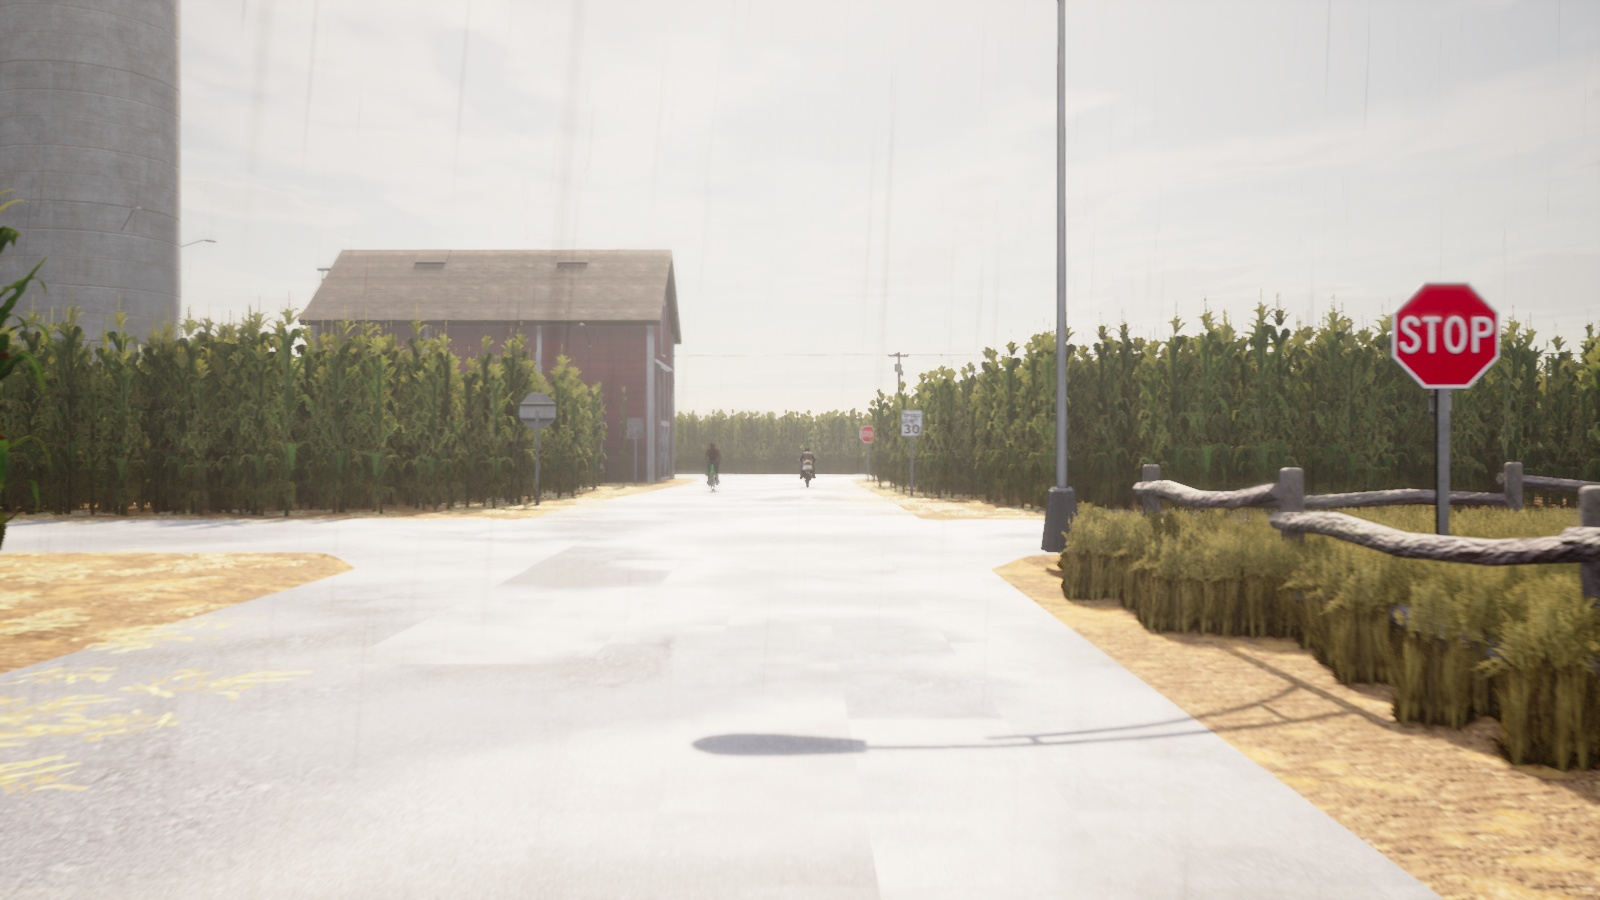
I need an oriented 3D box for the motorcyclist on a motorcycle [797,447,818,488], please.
[{"bbox_3d":[0.284,0.662,47.323,0.797,1.523,2.044,0,0,0],"label":"motorcyclist on a motorcycle"}]
